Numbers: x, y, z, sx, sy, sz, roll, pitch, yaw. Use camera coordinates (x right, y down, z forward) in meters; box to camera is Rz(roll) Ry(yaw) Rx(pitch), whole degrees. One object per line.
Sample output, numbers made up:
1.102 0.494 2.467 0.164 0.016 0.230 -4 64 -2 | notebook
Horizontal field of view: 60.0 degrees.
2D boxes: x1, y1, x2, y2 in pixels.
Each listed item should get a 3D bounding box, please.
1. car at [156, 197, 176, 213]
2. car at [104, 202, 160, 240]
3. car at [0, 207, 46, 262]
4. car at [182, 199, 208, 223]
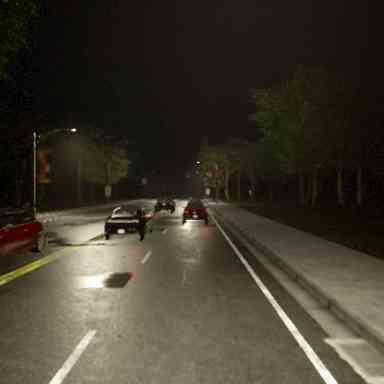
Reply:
-2.937 1.335 37.123 2.097 1.767 4.553 0 0 0 | car
-3.055 1.483 16.860 2.128 1.511 4.902 0 0 0 | car
-6.544 1.345 10.575 2.097 1.767 4.553 0 0 0 | car
0.242 1.515 25.169 1.812 1.442 4.674 0 0 0 | car
